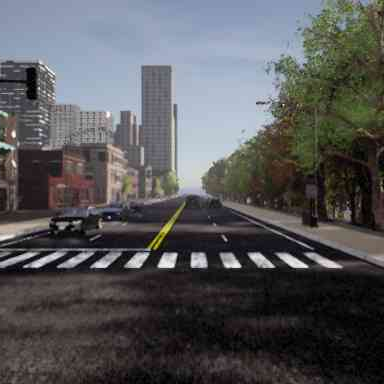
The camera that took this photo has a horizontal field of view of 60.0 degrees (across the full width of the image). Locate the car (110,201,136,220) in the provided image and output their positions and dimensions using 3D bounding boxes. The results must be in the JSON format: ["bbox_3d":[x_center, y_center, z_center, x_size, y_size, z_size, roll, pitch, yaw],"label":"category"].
[{"bbox_3d":[-6.605,1.648,29.173,2.033,1.411,5.357,0,0,0],"label":"car"}]

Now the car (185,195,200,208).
[{"bbox_3d":[0.099,1.393,50.259,2.150,2.045,5.566,0,0,0],"label":"car"}]

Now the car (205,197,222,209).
[{"bbox_3d":[3.347,1.646,49.403,1.882,1.535,5.008,0,0,0],"label":"car"}]

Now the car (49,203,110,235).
[{"bbox_3d":[-6.596,1.559,19.372,2.128,1.511,4.902,0,0,0],"label":"car"}]

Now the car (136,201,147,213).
[{"bbox_3d":[-6.595,1.735,39.284,1.895,1.301,4.718,0,0,0],"label":"car"}]

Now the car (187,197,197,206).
[{"bbox_3d":[0.017,1.683,60.845,1.882,1.535,5.008,0,0,0],"label":"car"}]
